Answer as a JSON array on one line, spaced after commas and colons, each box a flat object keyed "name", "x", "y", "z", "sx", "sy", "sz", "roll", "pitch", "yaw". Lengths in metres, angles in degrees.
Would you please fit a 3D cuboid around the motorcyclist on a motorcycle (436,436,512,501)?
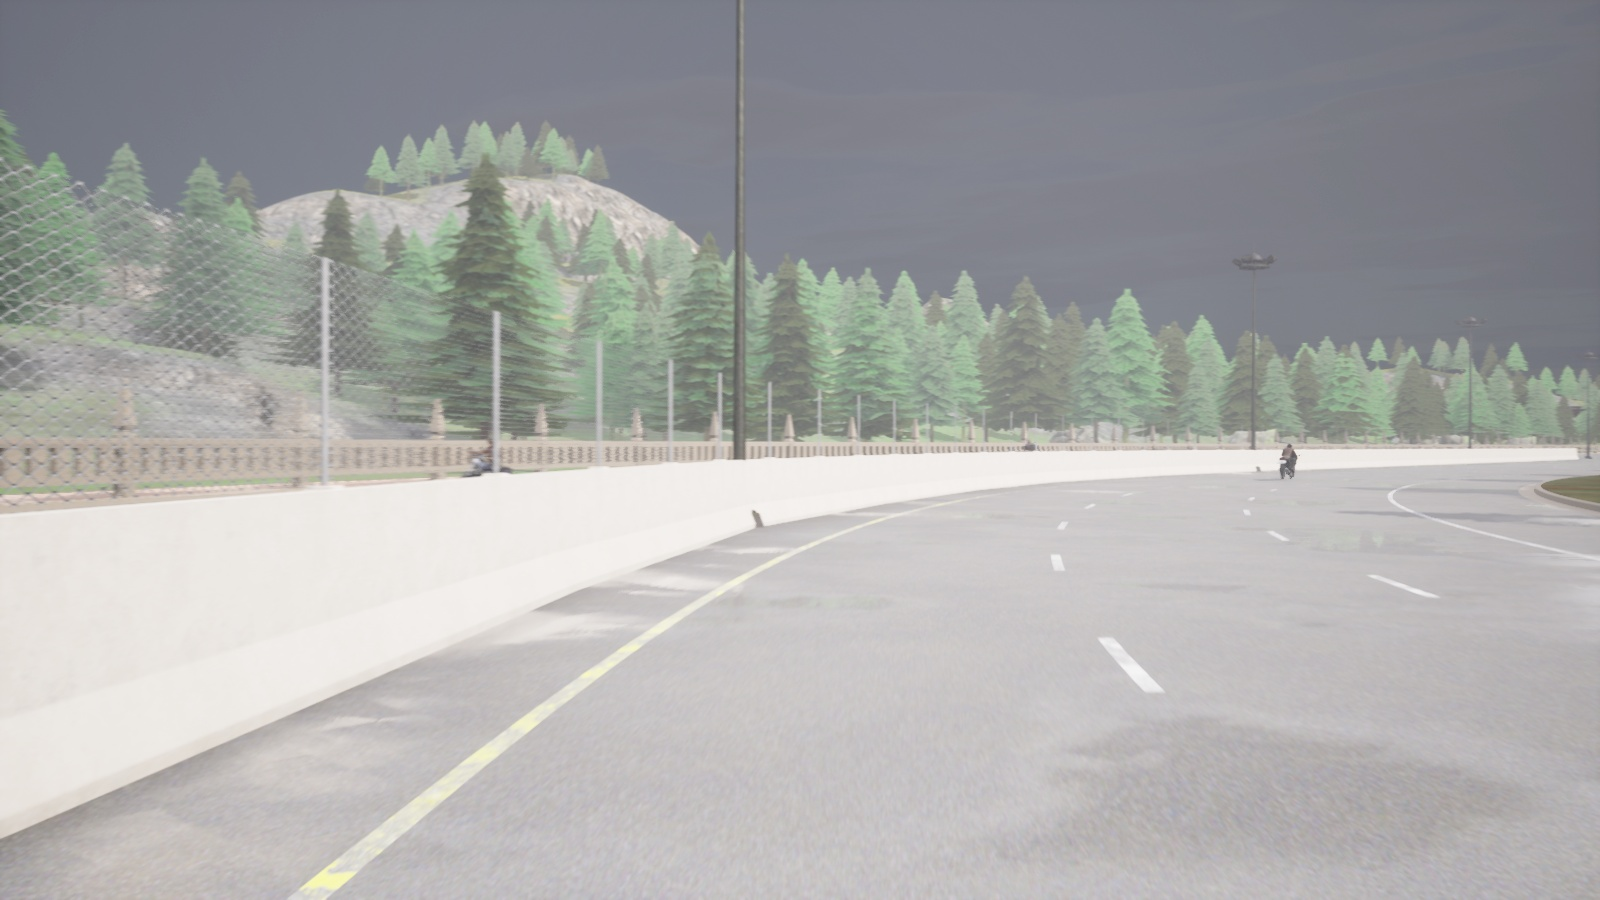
[{"name": "motorcyclist on a motorcycle", "x": -8.610, "y": 0.468, "z": 33.266, "sx": 0.766, "sy": 1.649, "sz": 2.350, "roll": 1, "pitch": 1, "yaw": 18}]

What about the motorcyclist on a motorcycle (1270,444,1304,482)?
[{"name": "motorcyclist on a motorcycle", "x": 20.432, "y": 0.534, "z": 52.624, "sx": 0.797, "sy": 1.523, "sz": 2.044, "roll": 2, "pitch": 1, "yaw": 35}]
